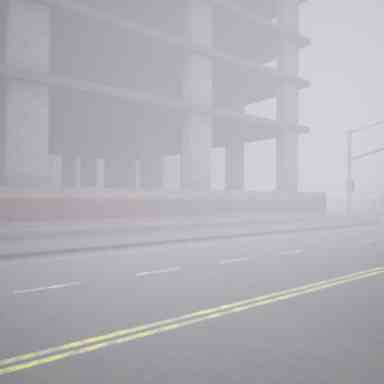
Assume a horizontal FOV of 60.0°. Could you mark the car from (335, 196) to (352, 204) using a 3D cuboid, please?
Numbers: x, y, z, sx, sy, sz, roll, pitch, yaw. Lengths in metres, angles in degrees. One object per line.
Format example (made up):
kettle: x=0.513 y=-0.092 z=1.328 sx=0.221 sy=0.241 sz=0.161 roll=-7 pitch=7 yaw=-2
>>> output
car: x=38.727 y=2.073 z=85.053 sx=4.605 sy=1.855 sz=1.932 roll=1 pitch=0 yaw=-35

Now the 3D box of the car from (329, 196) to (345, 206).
car: x=31.231 y=2.113 z=69.659 sx=3.905 sy=1.438 sz=1.784 roll=1 pitch=0 yaw=-35

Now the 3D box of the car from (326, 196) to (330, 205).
car: x=29.642 y=1.902 z=71.821 sx=4.605 sy=1.855 sz=1.932 roll=1 pitch=0 yaw=-35

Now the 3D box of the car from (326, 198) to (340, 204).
car: x=37.103 y=2.285 z=87.453 sx=3.905 sy=1.438 sz=1.784 roll=1 pitch=0 yaw=-35

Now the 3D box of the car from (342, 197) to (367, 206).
car: x=32.903 y=2.144 z=67.295 sx=3.806 sy=1.475 sz=1.970 roll=1 pitch=0 yaw=-35
